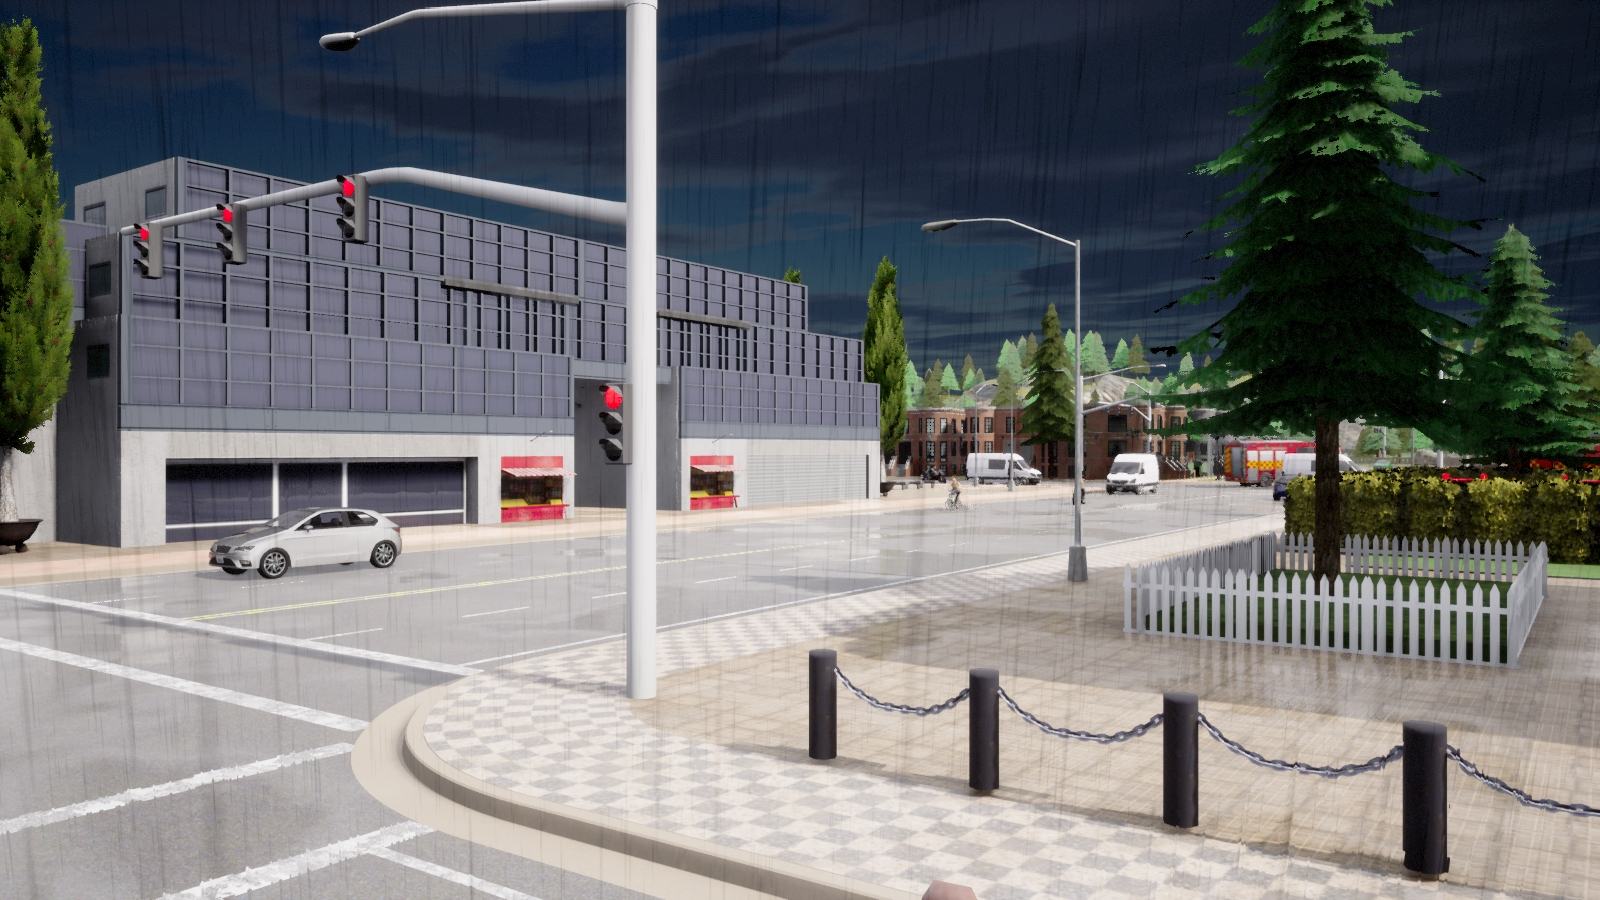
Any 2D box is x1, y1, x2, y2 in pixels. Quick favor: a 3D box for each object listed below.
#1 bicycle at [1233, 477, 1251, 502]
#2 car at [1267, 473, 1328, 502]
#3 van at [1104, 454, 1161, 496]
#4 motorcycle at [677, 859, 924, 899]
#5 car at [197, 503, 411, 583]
[{"bbox_3d":[24.334,2.158,62.852,0.859,1.276,1.487,0,0,23],"label":"bicycle"},{"bbox_3d":[27.765,2.063,63.661,2.163,1.488,4.792,0,0,35],"label":"car"},{"bbox_3d":[21.069,1.535,72.259,1.988,2.561,5.915,0,0,32],"label":"van"},{"bbox_3d":[0.509,2.205,3.428,2.209,1.251,0.867,0,0,35],"label":"motorcycle"},{"bbox_3d":[-11.323,2.066,26.349,1.816,1.474,4.193,0,0,35],"label":"car"}]
